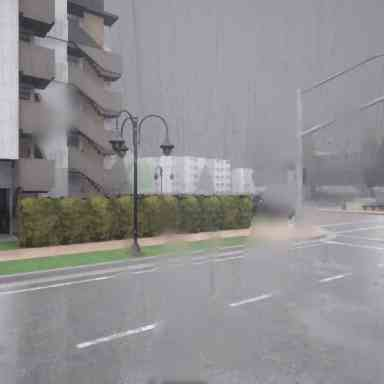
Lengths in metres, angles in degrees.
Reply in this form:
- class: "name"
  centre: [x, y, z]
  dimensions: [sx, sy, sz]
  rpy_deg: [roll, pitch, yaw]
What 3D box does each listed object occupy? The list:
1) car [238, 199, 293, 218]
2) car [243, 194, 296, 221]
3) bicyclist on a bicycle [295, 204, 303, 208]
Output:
- class: "car"
  centre: [6.882, 1.478, 31.644]
  dimensions: [1.882, 1.535, 5.008]
  rpy_deg: [0, 0, -37]
- class: "car"
  centre: [5.776, 1.222, 27.326]
  dimensions: [2.150, 2.045, 5.566]
  rpy_deg: [0, 0, -38]
- class: "bicyclist on a bicycle"
  centre: [13.423, 1.301, 41.677]
  dimensions: [1.656, 1.620, 0.582]
  rpy_deg: [0, 0, -39]
